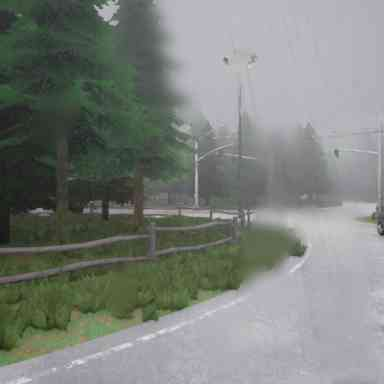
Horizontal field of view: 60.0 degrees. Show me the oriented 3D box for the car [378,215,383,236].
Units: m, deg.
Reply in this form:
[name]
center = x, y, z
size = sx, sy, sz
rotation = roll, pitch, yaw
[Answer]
[car]
center = 10.266, 1.352, 15.402
size = 2.097, 1.767, 4.553
rotation = 0, 0, 15
